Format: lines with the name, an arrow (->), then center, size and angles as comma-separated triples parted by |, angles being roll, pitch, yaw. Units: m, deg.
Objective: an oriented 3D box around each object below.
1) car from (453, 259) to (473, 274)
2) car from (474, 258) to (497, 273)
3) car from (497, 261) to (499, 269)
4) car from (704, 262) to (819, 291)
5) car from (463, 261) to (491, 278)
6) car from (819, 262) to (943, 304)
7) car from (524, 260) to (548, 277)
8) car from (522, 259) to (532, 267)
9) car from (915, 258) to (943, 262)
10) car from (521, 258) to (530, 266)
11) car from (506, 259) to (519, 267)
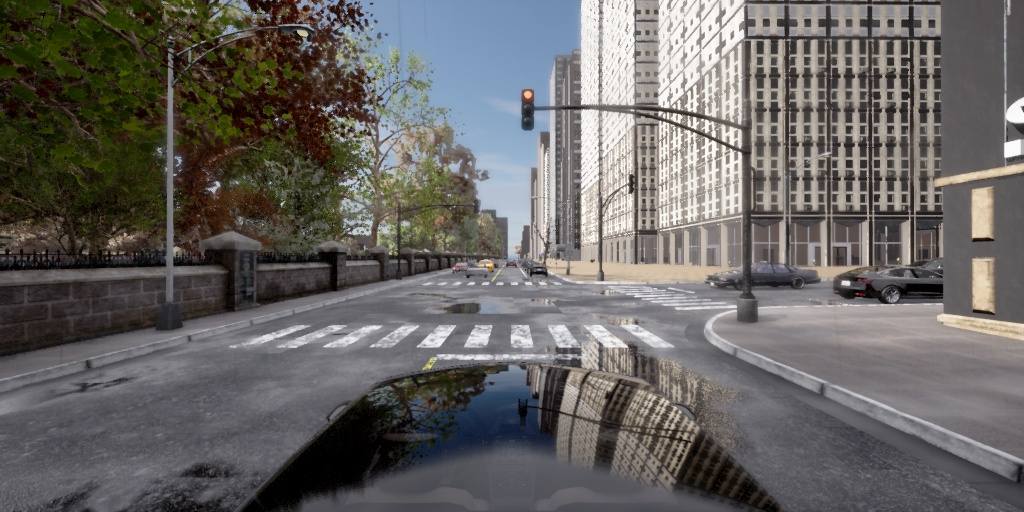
car -> -5.824, 1.351, 41.654 | 1.802, 1.307, 4.207 | 0, 0, 0
car -> -3.241, 1.249, 44.219 | 1.882, 1.535, 5.008 | 0, 0, 0
car -> -3.266, 1.138, 58.116 | 2.097, 1.767, 4.553 | 0, 0, 0
car -> 13.389, 1.054, 19.277 | 5.357, 1.411, 2.033 | -1, 0, -1
car -> -3.205, 1.364, 33.556 | 1.895, 1.301, 4.718 | 0, 0, -3
car -> 14.647, 1.026, 13.507 | 4.313, 1.339, 1.948 | 0, 0, 0
car -> 2.575, 1.331, 36.049 | 1.948, 1.339, 4.313 | 0, 0, 0
car -> 2.556, 1.335, 41.682 | 1.948, 1.339, 4.313 | 0, 0, 0
car -> 23.118, 0.846, 19.373 | 4.892, 1.490, 1.837 | -1, 0, 0
car -> 2.538, 1.340, 47.314 | 1.948, 1.339, 4.313 | 0, 0, 0
car -> -0.110, 1.321, 65.313 | 1.812, 1.442, 4.674 | 0, 0, 0
